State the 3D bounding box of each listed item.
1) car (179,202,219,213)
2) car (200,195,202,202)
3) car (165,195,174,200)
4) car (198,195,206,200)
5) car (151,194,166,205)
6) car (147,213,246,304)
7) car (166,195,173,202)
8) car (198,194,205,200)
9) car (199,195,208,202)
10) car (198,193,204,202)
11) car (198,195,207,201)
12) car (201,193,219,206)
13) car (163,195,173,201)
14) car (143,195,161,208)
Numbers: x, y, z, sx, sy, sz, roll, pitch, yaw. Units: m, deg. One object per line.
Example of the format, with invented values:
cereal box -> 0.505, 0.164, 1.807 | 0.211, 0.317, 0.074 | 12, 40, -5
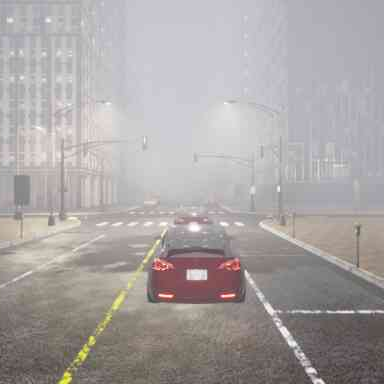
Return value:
car -> 0.062, 1.496, 17.444 | 2.163, 1.488, 4.792 | 0, 0, 0
car -> 2.707, 1.497, 52.885 | 2.008, 1.369, 4.403 | 0, 0, 0
car -> -5.825, 1.407, 86.925 | 2.008, 1.369, 4.403 | 0, 0, 0
car -> 2.555, 1.407, 86.931 | 2.008, 1.369, 4.403 | 0, 0, 0
car -> -5.871, 1.261, 52.872 | 2.192, 1.841, 5.009 | 0, 0, 0
car -> 0.082, 1.501, 8.196 | 2.163, 1.488, 4.792 | 0, 0, 0
car -> -5.808, 1.435, 75.574 | 1.887, 1.381, 4.507 | 0, 0, 0
car -> 2.546, 1.361, 92.777 | 1.752, 1.417, 4.829 | 0, 0, 0
car -> 2.573, 1.415, 75.752 | 1.752, 1.417, 4.829 | 0, 0, 0
car -> 2.583, 1.220, 69.907 | 2.192, 1.841, 5.009 | 0, 0, 0
car -> 2.564, 1.418, 81.256 | 1.887, 1.381, 4.507 | 0, 0, 0
car -> 2.747, 1.398, 47.206 | 1.967, 1.590, 4.097 | 0, 0, 0
car -> -5.816, 1.424, 81.249 | 2.008, 1.369, 4.403 | 0, 0, 0
car -> -5.893, 1.483, 47.024 | 1.752, 1.417, 4.829 | 0, 0, 0
